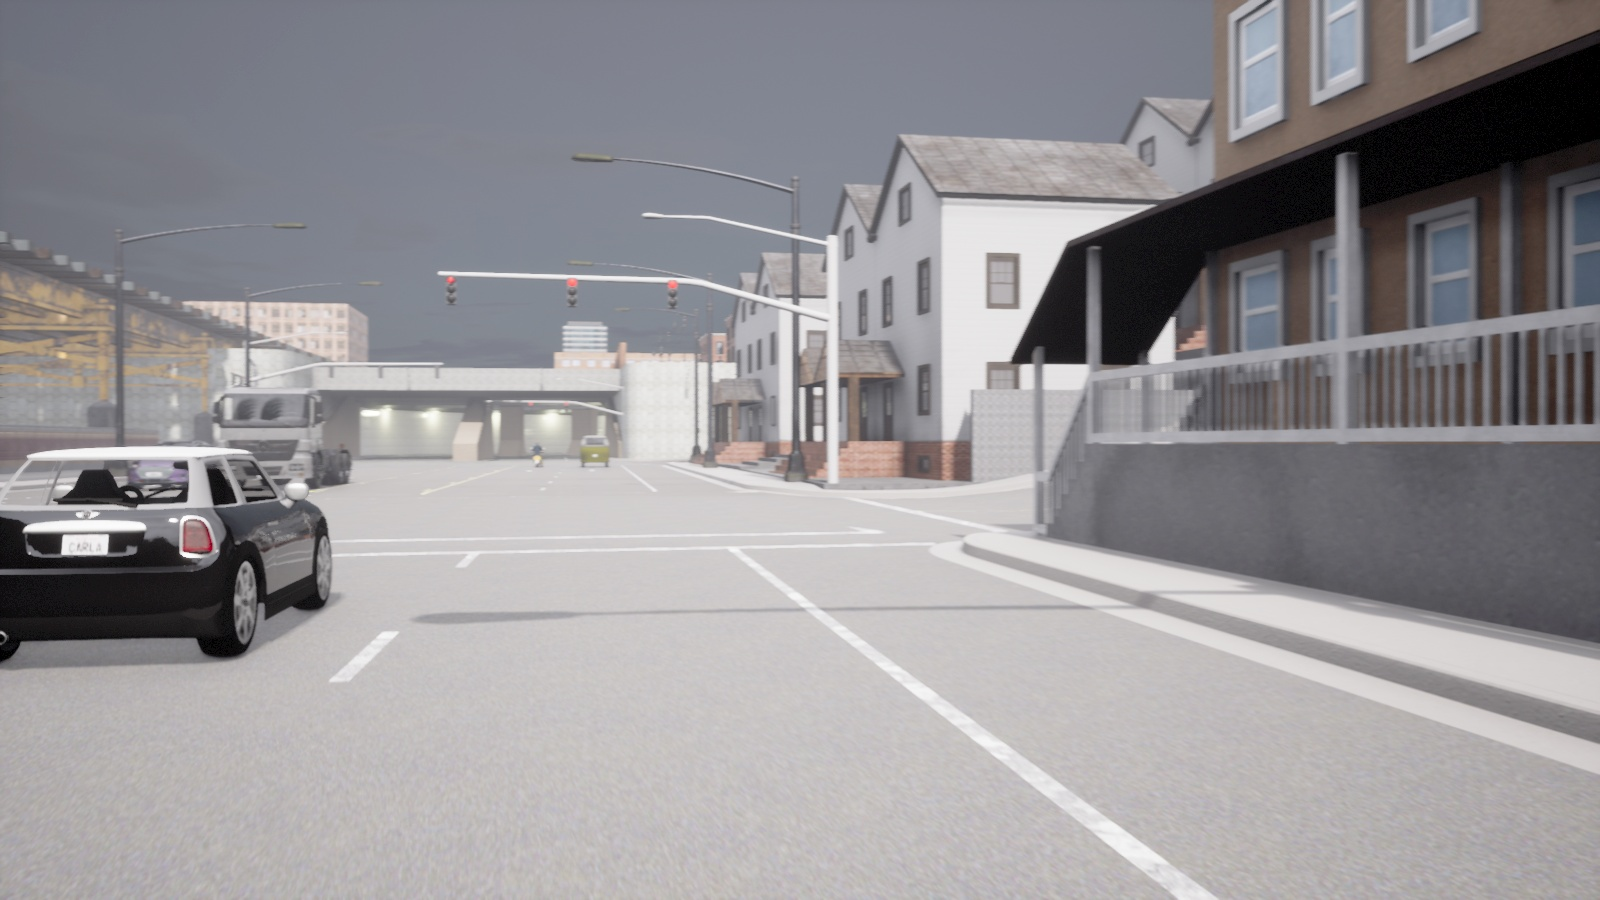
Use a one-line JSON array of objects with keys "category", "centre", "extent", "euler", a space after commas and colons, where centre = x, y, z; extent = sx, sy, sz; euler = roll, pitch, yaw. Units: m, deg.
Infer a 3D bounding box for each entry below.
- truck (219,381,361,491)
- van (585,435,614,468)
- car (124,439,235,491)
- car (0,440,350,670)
[{"category": "truck", "centre": [-17.554, -0.460, 43.814], "extent": [2.891, 3.462, 7.936], "euler": [0, 0, -9]}, {"category": "van", "centre": [-12.488, 0.072, 78.194], "extent": [1.775, 1.987, 4.442], "euler": [0, 0, -9]}, {"category": "car", "centre": [-20.896, 0.464, 42.548], "extent": [2.033, 1.649, 4.856], "euler": [0, 0, -9]}, {"category": "car", "centre": [-4.989, 0.662, 10.011], "extent": [1.970, 1.475, 3.806], "euler": [0, 0, -9]}]
